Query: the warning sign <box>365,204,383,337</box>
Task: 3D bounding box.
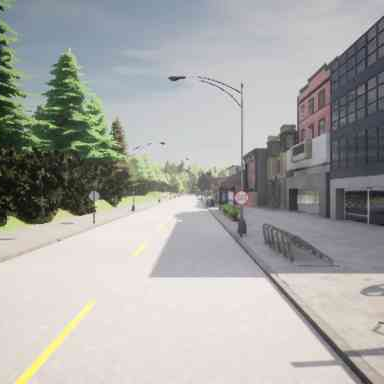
[{"bbox_3d":[3.350,1.113,4.650,1.300,1.860,1.060,0,0,0],"label":"warning sign"}]
